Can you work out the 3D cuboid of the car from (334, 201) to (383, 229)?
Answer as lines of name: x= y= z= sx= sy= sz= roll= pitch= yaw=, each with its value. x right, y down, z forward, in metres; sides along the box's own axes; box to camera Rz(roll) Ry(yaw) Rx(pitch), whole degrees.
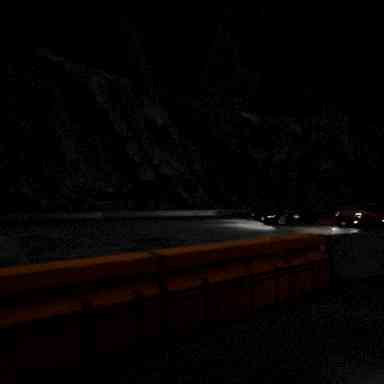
car: x=12.110 y=1.537 z=23.129 sx=4.553 sy=1.767 sz=2.097 roll=1 pitch=0 yaw=-26

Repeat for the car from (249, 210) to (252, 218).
car: x=7.162 y=1.653 z=28.460 sx=4.892 sy=1.490 sz=1.837 roll=1 pitch=0 yaw=-27

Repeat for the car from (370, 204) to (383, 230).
car: x=13.391 y=1.681 z=19.870 sx=4.902 sy=1.511 sz=2.128 roll=1 pitch=0 yaw=-27

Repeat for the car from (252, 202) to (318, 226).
car: x=7.121 y=1.642 z=24.502 sx=4.892 sy=1.490 sz=1.837 roll=1 pitch=0 yaw=-28
